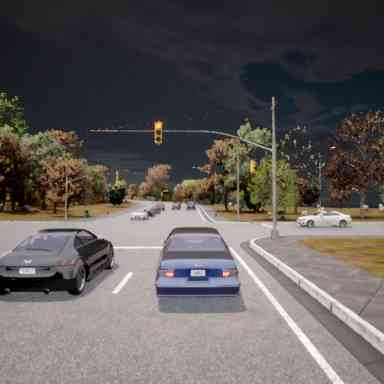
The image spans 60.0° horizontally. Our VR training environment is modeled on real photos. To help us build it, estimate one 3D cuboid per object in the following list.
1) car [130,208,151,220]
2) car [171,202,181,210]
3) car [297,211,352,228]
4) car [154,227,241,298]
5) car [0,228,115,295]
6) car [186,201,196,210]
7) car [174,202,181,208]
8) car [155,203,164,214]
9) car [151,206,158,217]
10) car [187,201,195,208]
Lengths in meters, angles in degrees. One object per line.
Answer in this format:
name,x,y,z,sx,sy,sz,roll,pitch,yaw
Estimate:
car,-7.241,3.133,46.172,1.812,1.442,4.674,0,-2,0
car,-3.731,3.465,78.210,1.812,1.442,4.674,0,0,0
car,11.743,2.408,29.591,4.674,1.442,1.812,0,-3,-1
car,0.066,1.644,8.869,2.033,1.411,5.357,0,-1,-1
car,-3.447,1.663,8.976,1.994,1.385,4.181,0,-1,0
car,-0.229,3.290,77.750,2.097,1.767,4.553,0,0,0
car,-3.878,3.405,88.186,1.837,1.490,4.892,0,0,-4
car,-7.228,3.519,64.939,2.033,1.411,5.357,0,0,0
car,-7.251,3.456,55.192,1.895,1.301,4.718,0,-1,0
car,-0.354,3.220,87.929,1.882,1.535,5.008,0,0,-4
